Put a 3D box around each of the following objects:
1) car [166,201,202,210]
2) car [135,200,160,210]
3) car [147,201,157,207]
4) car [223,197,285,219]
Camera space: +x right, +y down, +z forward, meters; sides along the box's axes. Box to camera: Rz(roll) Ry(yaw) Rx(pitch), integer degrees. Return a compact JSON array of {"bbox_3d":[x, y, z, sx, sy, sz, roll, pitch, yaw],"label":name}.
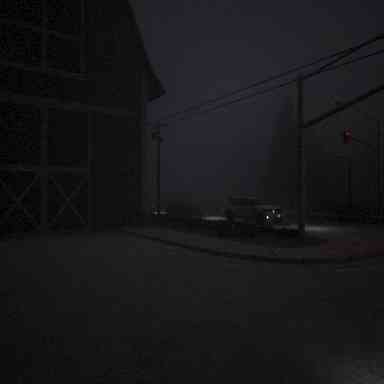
[{"bbox_3d":[-0.867,1.710,34.760,1.882,1.535,5.008,0,0,-35],"label":"car"},{"bbox_3d":[-6.683,1.924,49.595,1.895,1.301,4.718,0,0,-34],"label":"car"},{"bbox_3d":[-6.565,1.791,43.078,1.837,1.490,4.892,0,0,-34],"label":"car"},{"bbox_3d":[4.772,1.402,26.533,2.150,2.045,5.566,0,0,-34],"label":"car"}]
